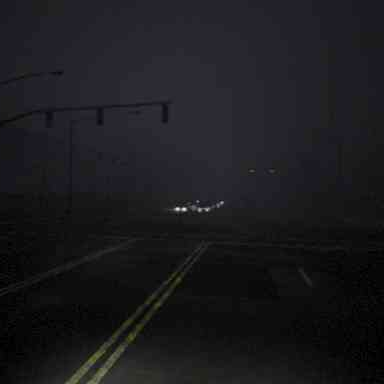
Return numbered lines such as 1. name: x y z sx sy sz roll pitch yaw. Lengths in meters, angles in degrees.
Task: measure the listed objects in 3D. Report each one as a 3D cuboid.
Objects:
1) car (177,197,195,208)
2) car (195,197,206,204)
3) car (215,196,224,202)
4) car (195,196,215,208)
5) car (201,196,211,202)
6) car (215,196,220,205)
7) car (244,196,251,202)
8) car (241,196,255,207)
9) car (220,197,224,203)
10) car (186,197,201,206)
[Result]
1. car: -1.317 1.811 56.353 2.128 1.511 4.902 1 0 10
2. car: 1.903 1.811 75.228 1.994 1.385 4.181 1 0 10
3. car: 7.129 1.802 85.128 1.895 1.301 4.718 1 1 10
4. car: 2.237 1.925 56.382 1.994 1.385 4.181 1 0 10
5. car: 3.677 1.702 85.698 2.033 1.411 5.357 1 1 10
6. car: 3.800 1.896 65.480 2.033 1.411 5.357 1 0 10
7. car: 14.591 1.787 87.266 1.812 1.442 4.674 1 1 10
8. car: 10.260 1.666 61.065 2.150 2.045 5.566 1 0 10
9. car: 5.401 1.896 74.924 1.895 1.301 4.718 1 0 10
10. car: 0.277 1.798 65.634 2.128 1.511 4.902 1 0 10
